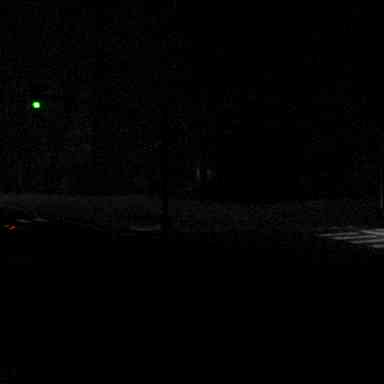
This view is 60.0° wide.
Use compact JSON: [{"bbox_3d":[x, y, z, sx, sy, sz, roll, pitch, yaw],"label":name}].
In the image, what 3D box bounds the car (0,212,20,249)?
[{"bbox_3d":[-7.973,1.388,12.695,1.994,1.385,4.181,-2,2,-38],"label":"car"}]
